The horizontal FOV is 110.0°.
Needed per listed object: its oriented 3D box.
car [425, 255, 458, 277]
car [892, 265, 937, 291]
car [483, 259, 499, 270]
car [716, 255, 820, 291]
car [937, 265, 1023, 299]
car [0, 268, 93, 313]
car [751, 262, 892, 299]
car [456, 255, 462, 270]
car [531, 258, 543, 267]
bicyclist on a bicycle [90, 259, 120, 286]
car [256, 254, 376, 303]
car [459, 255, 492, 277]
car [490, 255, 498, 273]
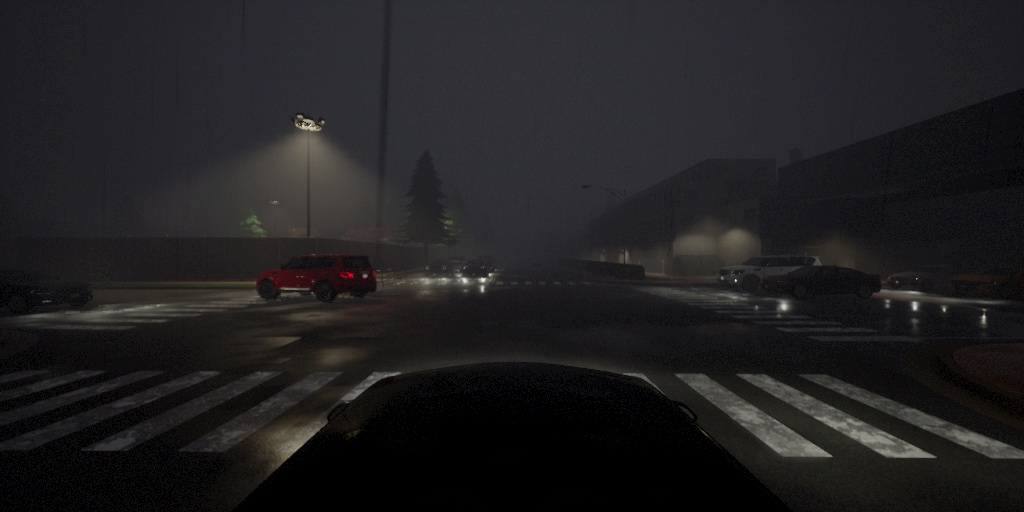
[{"bbox_3d":[-6.904,1.072,34.493,2.097,1.767,4.553,0,0,1],"label":"car"},{"bbox_3d":[24.890,1.258,21.006,4.674,1.442,1.812,0,0,0],"label":"car"},{"bbox_3d":[-3.158,1.248,54.406,2.033,1.411,5.357,0,0,1],"label":"car"},{"bbox_3d":[15.124,0.953,21.055,5.566,2.045,2.150,0,0,1],"label":"car"},{"bbox_3d":[24.537,1.213,17.519,5.008,1.535,1.882,0,0,0],"label":"car"},{"bbox_3d":[-18.646,1.200,13.253,5.008,1.535,1.882,0,0,0],"label":"car"},{"bbox_3d":[14.959,1.213,17.538,5.008,1.535,1.882,0,0,0],"label":"car"},{"bbox_3d":[-6.809,0.933,43.718,2.150,2.045,5.566,0,0,1],"label":"car"},{"bbox_3d":[4.510,1.168,65.099,1.882,1.535,5.008,0,0,6],"label":"car"},{"bbox_3d":[-25.192,1.018,22.242,0.582,1.620,1.656,0,0,0],"label":"bicyclist on a bicycle"},{"bbox_3d":[-8.931,0.956,16.421,5.566,2.045,2.150,0,-1,19],"label":"car"},{"bbox_3d":[-3.405,1.072,34.375,2.097,1.767,4.553,0,0,1],"label":"car"},{"bbox_3d":[-3.305,0.932,43.967,2.150,2.045,5.566,0,0,0],"label":"car"}]
